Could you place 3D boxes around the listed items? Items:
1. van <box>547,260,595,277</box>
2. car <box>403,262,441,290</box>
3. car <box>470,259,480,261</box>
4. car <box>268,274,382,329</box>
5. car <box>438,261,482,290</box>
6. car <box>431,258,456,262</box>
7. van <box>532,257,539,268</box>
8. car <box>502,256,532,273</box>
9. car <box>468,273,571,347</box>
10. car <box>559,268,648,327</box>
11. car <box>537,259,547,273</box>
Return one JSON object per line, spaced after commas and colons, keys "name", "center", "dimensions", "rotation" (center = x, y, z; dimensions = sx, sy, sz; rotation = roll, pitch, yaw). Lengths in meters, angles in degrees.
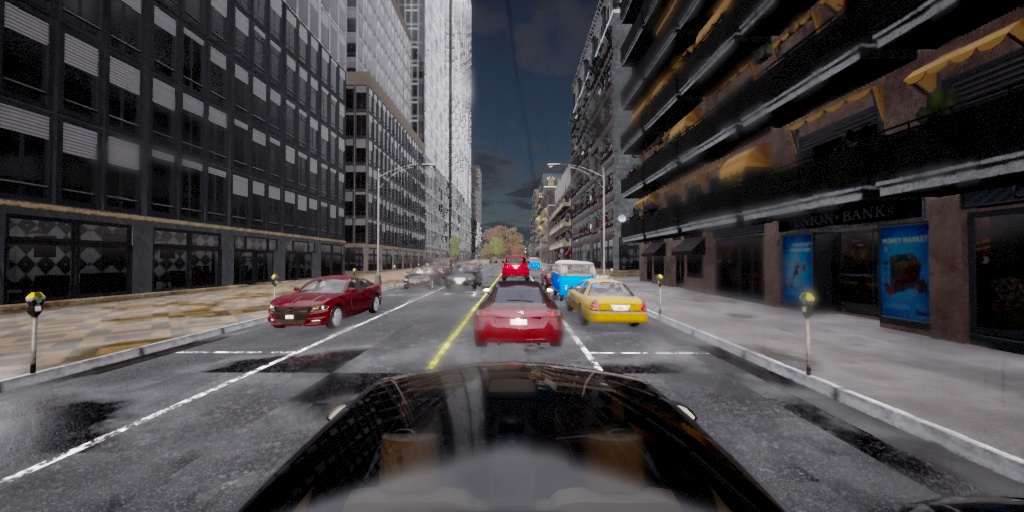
{"name": "van", "center": [2.809, 1.095, 16.909], "dimensions": [1.690, 1.789, 3.998], "rotation": [0, 0, 0]}
{"name": "car", "center": [-5.527, 1.306, 22.625], "dimensions": [2.007, 1.370, 4.403], "rotation": [0, 0, 0]}
{"name": "car", "center": [-5.305, 1.205, 50.911], "dimensions": [1.967, 1.591, 4.097], "rotation": [0, 0, 0]}
{"name": "car", "center": [-5.616, 1.298, 11.311], "dimensions": [1.888, 1.381, 4.507], "rotation": [0, 0, 0]}
{"name": "car", "center": [-2.937, 1.247, 22.655], "dimensions": [2.128, 1.511, 4.902], "rotation": [0, 0, 0]}
{"name": "car", "center": [-5.483, 1.072, 28.282], "dimensions": [2.192, 1.841, 5.009], "rotation": [0, 0, 0]}
{"name": "van", "center": [3.076, 1.106, 50.852], "dimensions": [1.690, 1.789, 3.998], "rotation": [0, 0, 0]}
{"name": "car", "center": [0.318, 0.980, 30.070], "dimensions": [2.150, 2.045, 5.566], "rotation": [0, 0, 1]}
{"name": "car", "center": [0.157, 1.316, 9.319], "dimensions": [1.994, 1.385, 4.181], "rotation": [0, 0, 0]}
{"name": "car", "center": [2.766, 1.278, 11.422], "dimensions": [1.751, 1.417, 4.829], "rotation": [0, 0, 0]}
{"name": "car", "center": [2.853, 1.196, 22.566], "dimensions": [1.967, 1.591, 4.097], "rotation": [0, 0, 0]}
